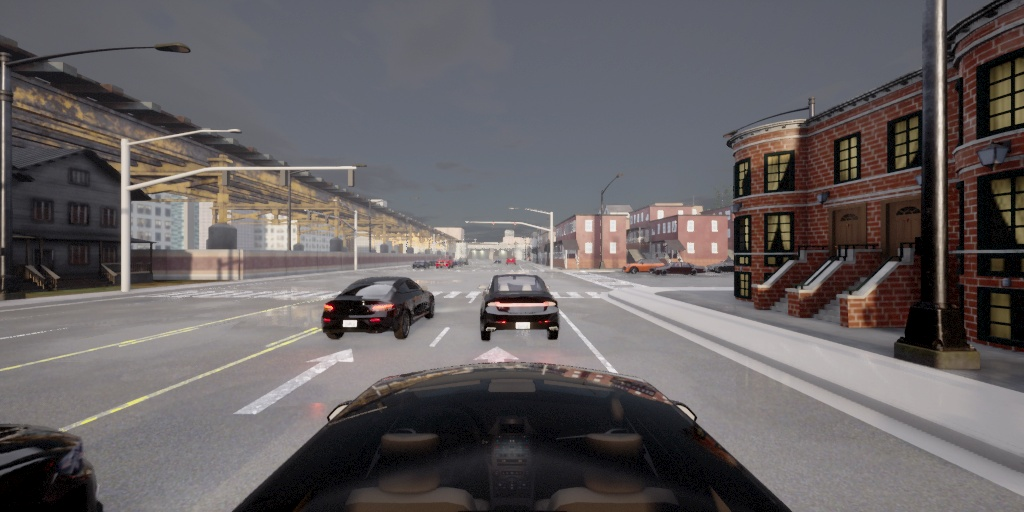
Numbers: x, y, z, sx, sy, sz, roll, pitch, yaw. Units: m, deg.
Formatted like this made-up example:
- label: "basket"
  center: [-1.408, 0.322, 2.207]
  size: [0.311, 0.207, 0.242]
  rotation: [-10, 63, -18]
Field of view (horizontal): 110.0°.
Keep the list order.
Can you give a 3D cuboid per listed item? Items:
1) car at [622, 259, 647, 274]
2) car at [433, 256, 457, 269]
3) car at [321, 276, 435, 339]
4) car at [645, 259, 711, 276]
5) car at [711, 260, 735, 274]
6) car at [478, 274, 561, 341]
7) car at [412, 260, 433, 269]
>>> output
- label: "car"
  center: [14.742, 1.102, 40.214]
  size: [4.553, 1.767, 2.097]
  rotation: [0, 0, 0]
- label: "car"
  center: [-10.743, 0.972, 57.611]
  size: [2.150, 2.045, 5.566]
  rotation: [0, 0, -1]
- label: "car"
  center: [-3.450, 1.276, 9.951]
  size: [1.812, 1.442, 4.674]
  rotation: [0, 0, 0]
- label: "car"
  center: [16.898, 1.297, 36.730]
  size: [5.357, 1.411, 2.033]
  rotation: [0, 0, 0]
- label: "car"
  center: [24.081, 1.242, 40.242]
  size: [4.902, 1.511, 2.128]
  rotation: [0, 0, 0]
- label: "car"
  center: [0.092, 1.242, 9.918]
  size: [2.128, 1.511, 4.902]
  rotation: [0, 0, -3]
- label: "car"
  center: [-14.235, 1.314, 56.073]
  size: [1.994, 1.385, 4.181]
  rotation: [0, 0, 0]
